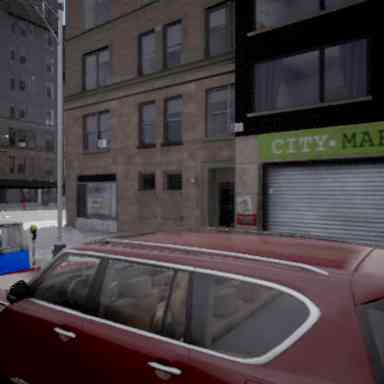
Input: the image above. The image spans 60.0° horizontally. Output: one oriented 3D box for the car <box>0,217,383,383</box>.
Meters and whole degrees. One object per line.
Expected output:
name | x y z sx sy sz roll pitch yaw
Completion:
car | -0.374 1.306 3.350 5.009 1.841 2.192 0 0 36
